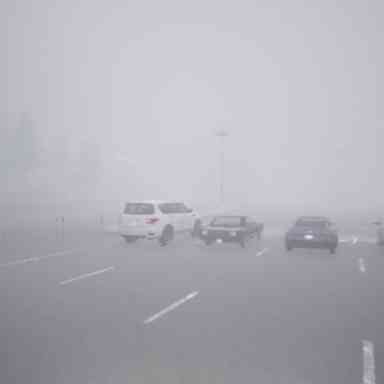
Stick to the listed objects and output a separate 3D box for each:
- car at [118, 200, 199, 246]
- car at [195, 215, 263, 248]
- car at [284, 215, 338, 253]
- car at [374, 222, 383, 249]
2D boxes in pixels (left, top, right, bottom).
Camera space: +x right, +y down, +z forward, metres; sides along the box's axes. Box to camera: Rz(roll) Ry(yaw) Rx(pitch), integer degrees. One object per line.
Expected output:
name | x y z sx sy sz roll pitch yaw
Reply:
car | -1.394 1.411 16.748 2.150 2.045 5.566 0 0 25
car | 2.059 1.770 15.884 1.895 1.301 4.718 0 -1 25
car | 5.321 1.712 14.612 1.994 1.385 4.181 0 -1 25
car | 8.525 1.632 13.168 1.837 1.490 4.892 0 0 25
